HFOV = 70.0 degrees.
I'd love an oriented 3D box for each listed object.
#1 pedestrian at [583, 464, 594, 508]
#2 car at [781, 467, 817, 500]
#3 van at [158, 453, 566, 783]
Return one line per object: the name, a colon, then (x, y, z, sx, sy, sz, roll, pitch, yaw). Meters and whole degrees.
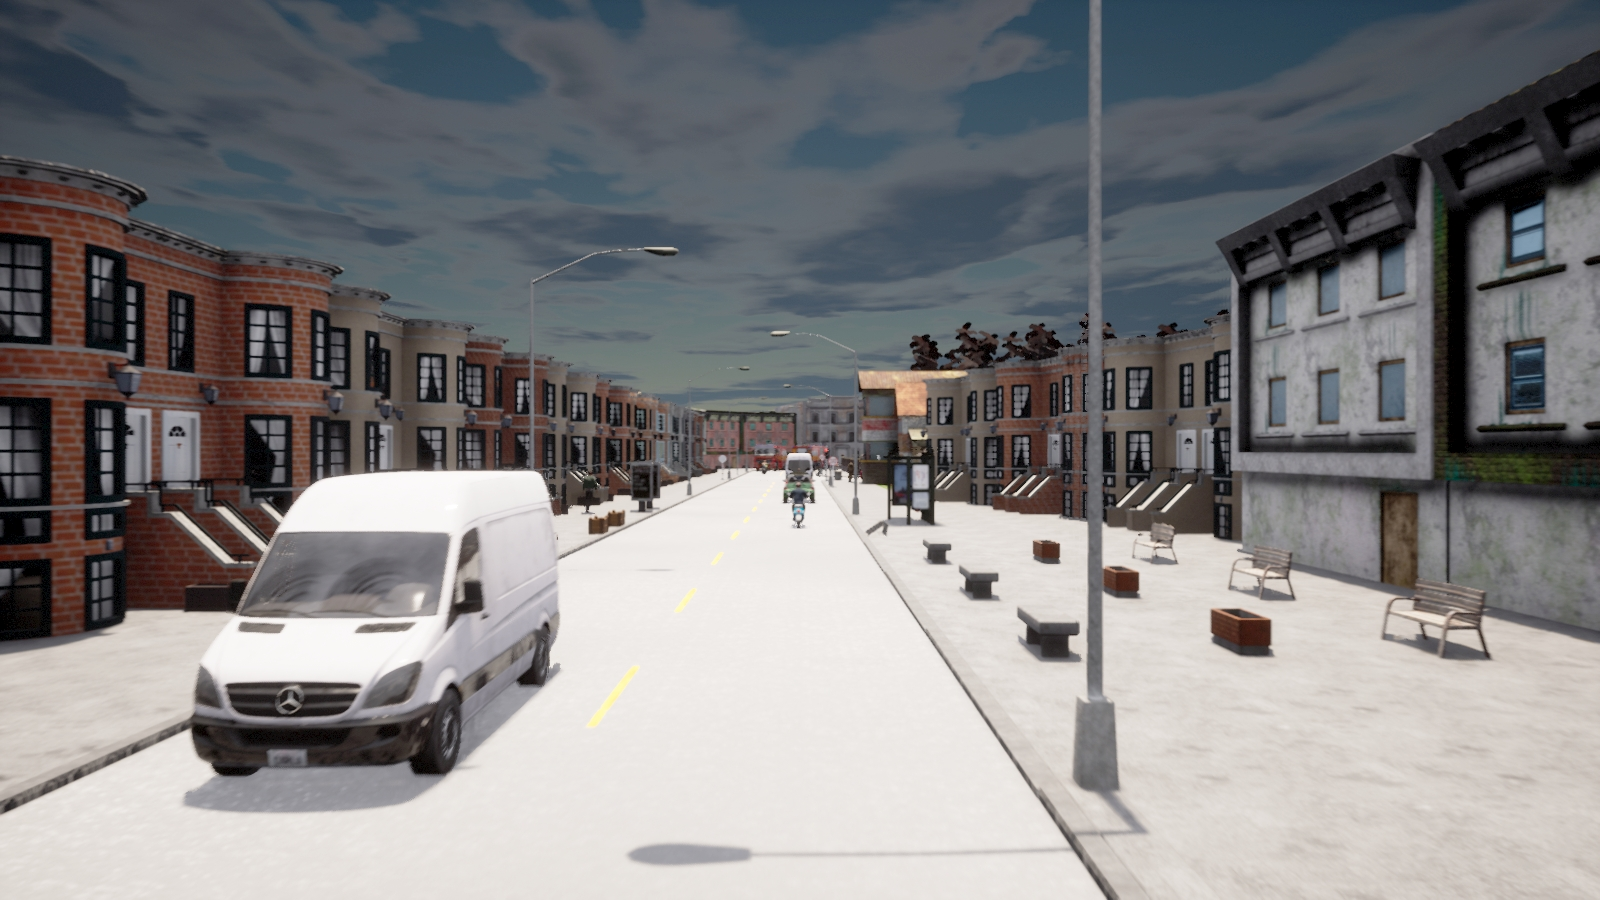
pedestrian: (-8.904, 1.525, 48.151, 0.375, 1.860, 0.375, 0, 0, 2)
car: (-0.058, 1.780, 61.678, 1.851, 1.617, 3.988, 0, 0, 0)
van: (-4.023, 1.314, 11.871, 1.988, 2.561, 5.915, 0, 0, 0)
